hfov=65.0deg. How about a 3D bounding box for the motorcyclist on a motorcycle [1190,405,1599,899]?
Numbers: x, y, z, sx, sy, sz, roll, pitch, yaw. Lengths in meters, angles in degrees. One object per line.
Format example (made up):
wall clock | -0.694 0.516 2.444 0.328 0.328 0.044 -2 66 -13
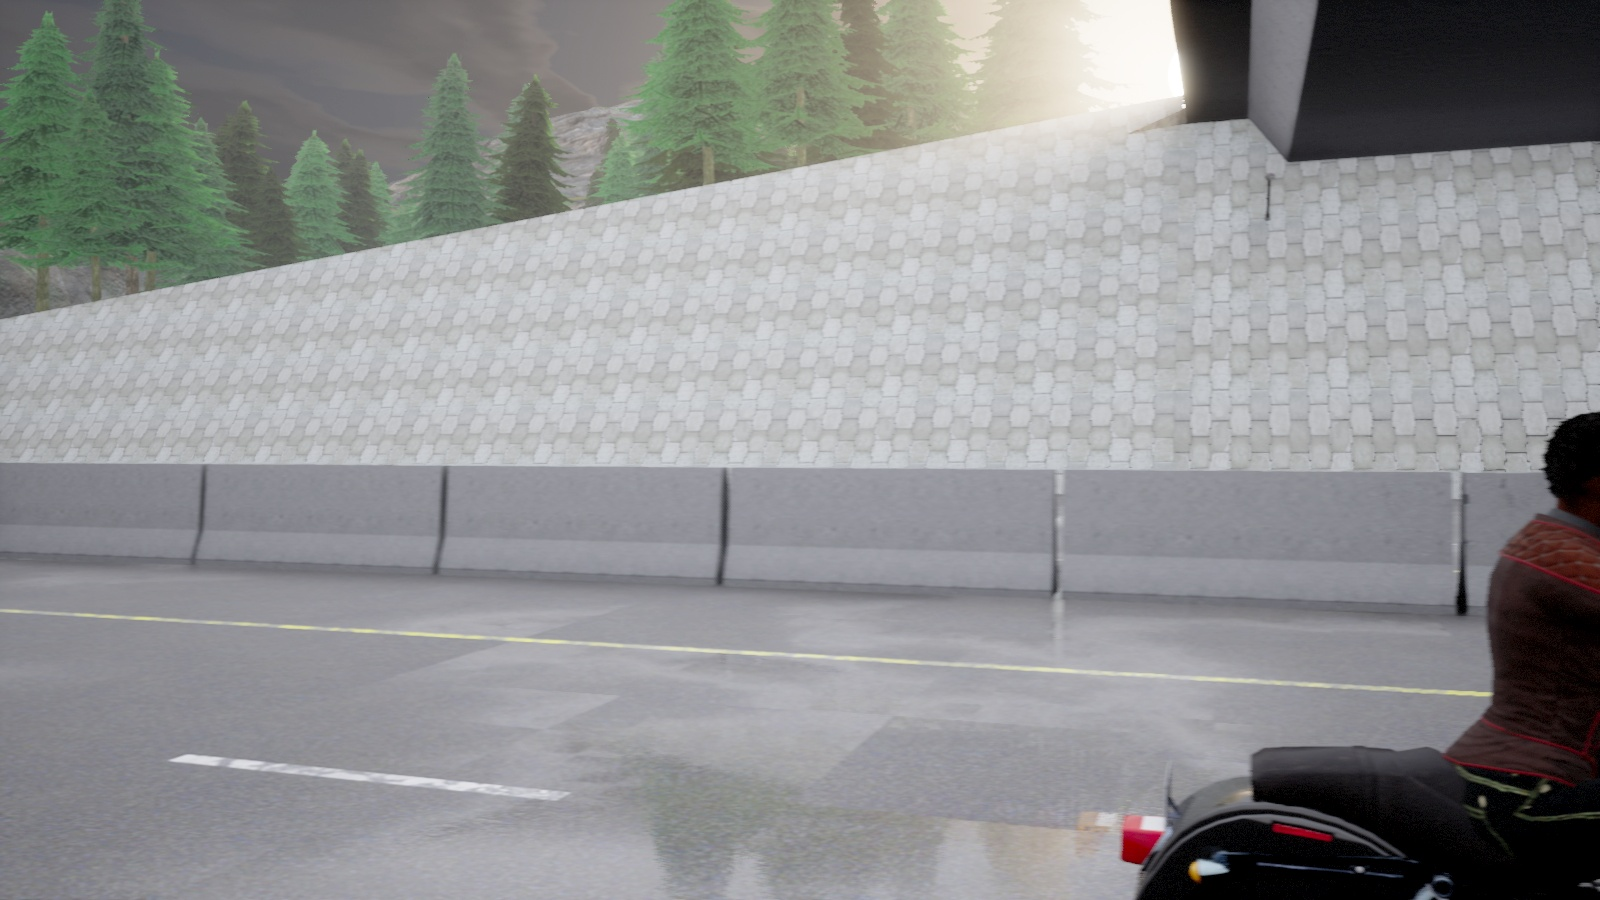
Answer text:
motorcyclist on a motorcycle | 2.021 0.744 2.512 2.350 1.649 0.766 1 1 19
